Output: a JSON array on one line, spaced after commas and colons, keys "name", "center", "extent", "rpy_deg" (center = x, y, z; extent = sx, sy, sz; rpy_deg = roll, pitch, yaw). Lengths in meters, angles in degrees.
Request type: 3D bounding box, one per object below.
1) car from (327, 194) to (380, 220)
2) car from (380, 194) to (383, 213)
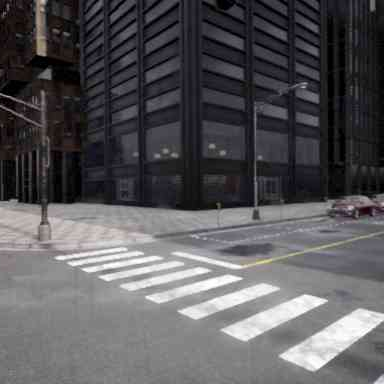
[{"name": "car", "center": [11.074, 0.983, 23.155], "extent": [4.097, 1.590, 1.967], "rpy_deg": [-1, 1, -41]}, {"name": "car", "center": [15.331, 0.887, 26.807], "extent": [4.097, 1.590, 1.967], "rpy_deg": [-1, 1, -41]}]
